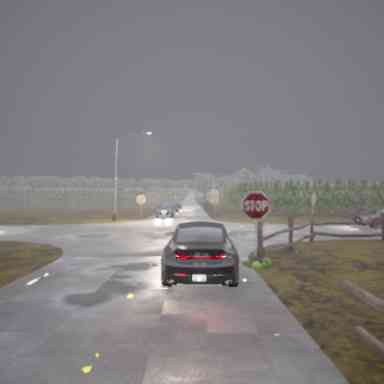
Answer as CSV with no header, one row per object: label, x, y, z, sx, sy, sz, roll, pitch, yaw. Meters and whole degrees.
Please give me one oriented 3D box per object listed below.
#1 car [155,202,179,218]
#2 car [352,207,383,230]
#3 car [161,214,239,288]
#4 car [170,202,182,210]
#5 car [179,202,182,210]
car,-2.821,1.934,36.004,2.128,1.511,4.902,0,-1,0
car,13.128,1.720,22.372,4.181,1.385,1.994,0,1,0
car,0.256,1.589,9.491,1.837,1.490,4.892,0,0,2
car,-2.774,2.425,58.911,1.895,1.301,4.718,0,-1,0
car,-2.801,2.173,47.263,2.033,1.411,5.357,0,-1,0
